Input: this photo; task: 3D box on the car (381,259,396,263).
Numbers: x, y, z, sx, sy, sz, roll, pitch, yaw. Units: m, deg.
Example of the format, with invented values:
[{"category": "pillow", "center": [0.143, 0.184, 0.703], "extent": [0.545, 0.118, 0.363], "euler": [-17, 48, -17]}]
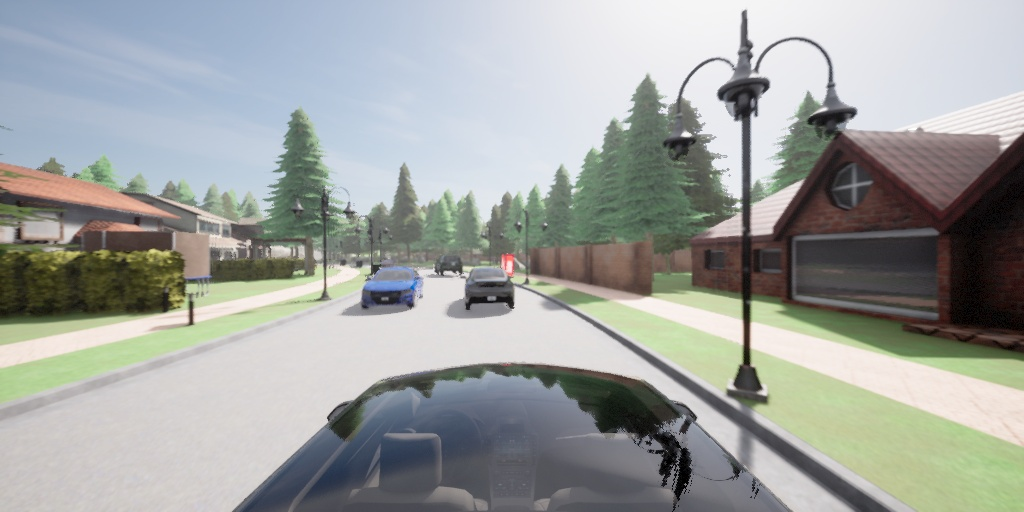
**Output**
[{"category": "car", "center": [-18.416, 1.206, 53.399], "extent": [1.994, 1.385, 4.181], "euler": [0, 0, -30]}]

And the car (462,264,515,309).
[{"category": "car", "center": [-1.033, 1.213, 14.769], "extent": [1.837, 1.490, 4.892], "euler": [0, 0, -8]}]

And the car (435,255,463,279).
[{"category": "car", "center": [-6.436, 0.876, 36.346], "extent": [2.150, 2.045, 5.566], "euler": [0, 0, -20]}]

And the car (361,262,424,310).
[{"category": "car", "center": [-4.763, 1.201, 14.855], "extent": [1.882, 1.535, 5.008], "euler": [0, 0, -9]}]

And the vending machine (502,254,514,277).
[{"category": "vending machine", "center": [-0.332, 0.847, 30.175], "extent": [1.100, 2.100, 0.880], "euler": [0, 0, -16]}]
